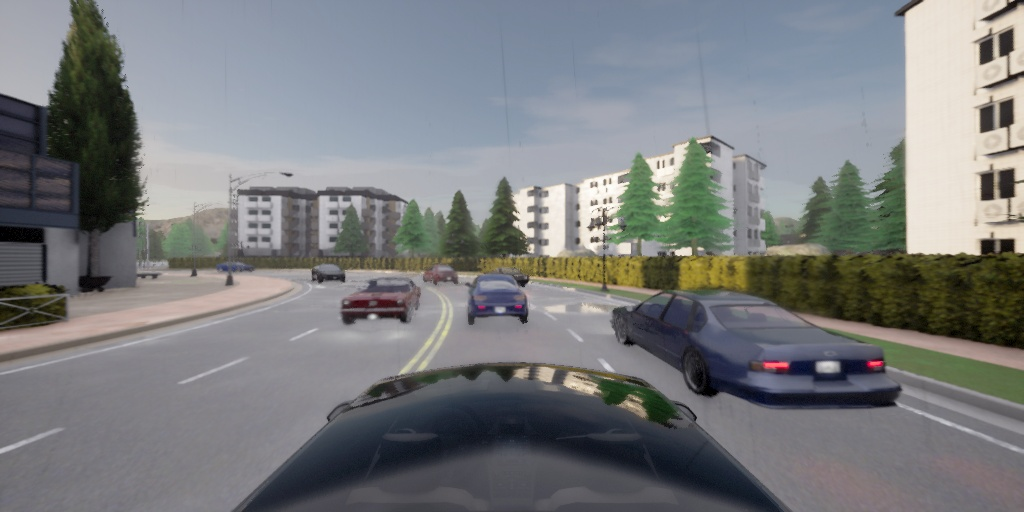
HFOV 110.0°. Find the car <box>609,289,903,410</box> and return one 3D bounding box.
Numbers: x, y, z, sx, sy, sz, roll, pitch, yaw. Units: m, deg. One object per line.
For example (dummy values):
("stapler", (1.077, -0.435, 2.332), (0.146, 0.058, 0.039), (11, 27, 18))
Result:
("car", (3.466, 1.326, 6.585), (2.033, 1.411, 5.357), (0, 0, -3))

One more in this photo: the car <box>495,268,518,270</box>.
("car", (-0.560, 1.483, 25.298), (1.895, 1.301, 4.718), (0, 0, -23))

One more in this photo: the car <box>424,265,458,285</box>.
("car", (-5.517, 1.420, 27.531), (1.812, 1.442, 4.674), (0, 0, -27))

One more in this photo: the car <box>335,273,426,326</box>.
("car", (-4.221, 1.409, 12.218), (1.895, 1.301, 4.718), (0, 0, -9))

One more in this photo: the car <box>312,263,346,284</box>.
("car", (-14.842, 1.378, 28.988), (1.882, 1.535, 5.008), (1, -1, -37))

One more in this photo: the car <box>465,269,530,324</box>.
("car", (-0.607, 1.335, 12.246), (1.812, 1.442, 4.674), (0, 0, -7))

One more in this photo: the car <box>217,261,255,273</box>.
("car", (-36.454, 1.476, 47.394), (5.008, 1.535, 1.882), (0, -1, 14))
